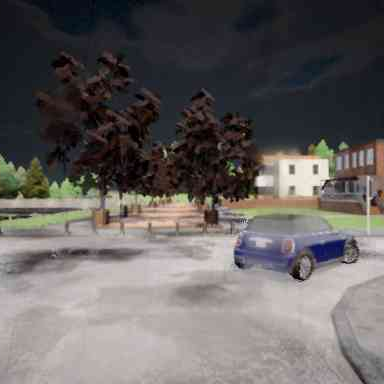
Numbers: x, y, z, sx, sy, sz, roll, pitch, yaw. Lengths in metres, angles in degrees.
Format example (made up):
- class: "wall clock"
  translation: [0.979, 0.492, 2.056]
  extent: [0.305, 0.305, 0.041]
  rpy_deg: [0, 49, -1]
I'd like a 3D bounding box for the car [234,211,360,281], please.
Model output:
- class: "car"
  translation: [3.404, 1.448, 10.474]
  extent: [4.553, 1.767, 2.097]
  rpy_deg: [0, 0, -44]
